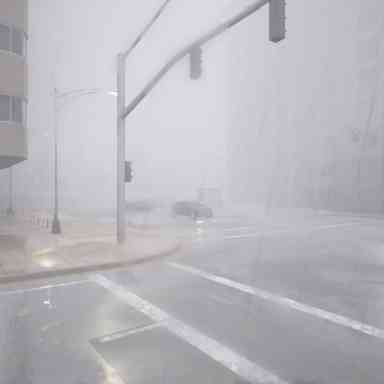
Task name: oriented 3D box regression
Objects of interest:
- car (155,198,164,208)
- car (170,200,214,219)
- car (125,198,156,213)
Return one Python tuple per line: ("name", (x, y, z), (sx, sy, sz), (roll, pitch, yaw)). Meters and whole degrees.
("car", (-6.272, 1.547, 43.914), (2.033, 1.411, 5.357), (0, 0, -36))
("car", (-0.095, 1.505, 29.185), (1.837, 1.490, 4.892), (0, 0, -36))
("car", (-6.315, 1.601, 37.731), (1.895, 1.301, 4.718), (0, 0, -36))
